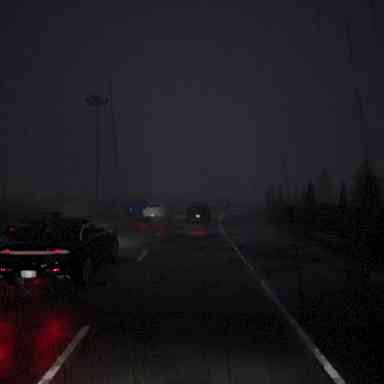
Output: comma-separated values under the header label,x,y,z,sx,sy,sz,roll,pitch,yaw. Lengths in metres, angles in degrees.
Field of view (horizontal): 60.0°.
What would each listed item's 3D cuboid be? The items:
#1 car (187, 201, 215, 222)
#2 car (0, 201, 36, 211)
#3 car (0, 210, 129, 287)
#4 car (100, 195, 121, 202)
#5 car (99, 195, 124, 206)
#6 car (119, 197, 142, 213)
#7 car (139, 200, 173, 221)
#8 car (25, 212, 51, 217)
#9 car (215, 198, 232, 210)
label,x,y,z,sx,sy,sz,roll,pitch,yaw
car,0.674,1.515,26.861,1.837,1.490,4.892,0,0,5
car,-13.698,1.487,25.036,1.882,1.535,5.008,0,0,4
car,-3.402,1.495,9.353,2.128,1.511,4.902,0,0,0
car,-11.837,1.513,51.826,2.128,1.511,4.902,0,0,18
car,-13.722,1.373,56.966,2.097,1.767,4.553,0,0,21
car,-5.382,1.491,33.984,1.882,1.535,5.008,0,0,10
car,-2.754,1.537,27.686,1.812,1.442,4.674,0,0,6
car,-6.882,1.607,16.190,1.895,1.301,4.718,0,0,0
car,3.830,1.542,42.687,1.812,1.442,4.674,0,0,16
